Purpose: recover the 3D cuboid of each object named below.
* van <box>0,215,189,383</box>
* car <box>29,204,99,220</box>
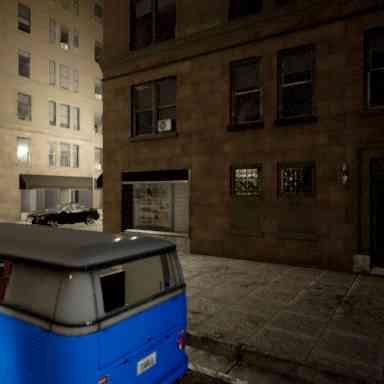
[{"bbox_3d":[-1.966,1.340,4.085,3.998,1.788,1.690,0,0,33],"label":"van"},{"bbox_3d":[-8.453,1.570,22.029,2.128,1.511,4.902,0,0,33],"label":"car"}]
